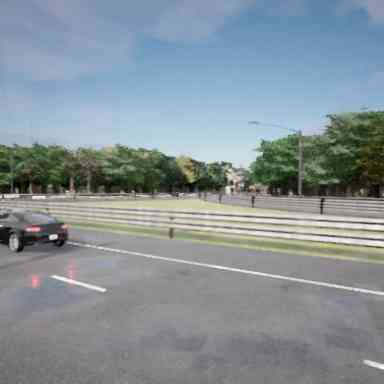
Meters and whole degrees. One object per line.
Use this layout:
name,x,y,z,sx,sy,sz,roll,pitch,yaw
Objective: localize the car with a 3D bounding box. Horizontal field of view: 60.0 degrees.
car,-6.816,1.433,13.298,4.674,1.442,1.812,0,0,36
